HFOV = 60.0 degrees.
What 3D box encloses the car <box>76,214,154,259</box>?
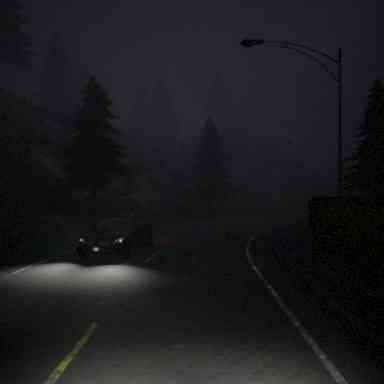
[{"bbox_3d":[-2.826,1.635,13.275,1.812,1.442,4.674,0,-1,8],"label":"car"}]
